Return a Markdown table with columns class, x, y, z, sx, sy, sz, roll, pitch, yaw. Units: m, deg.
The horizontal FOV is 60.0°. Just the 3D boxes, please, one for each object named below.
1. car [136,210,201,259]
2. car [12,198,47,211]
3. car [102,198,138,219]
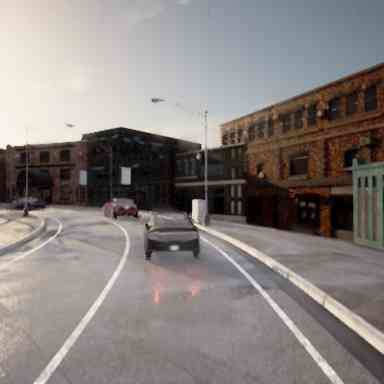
| class | x | y | z | sx | sy | sz | roll | pitch | yaw |
| --- | --- | --- | --- | --- | --- | --- | --- | --- | --- |
| car | -0.874 | 1.469 | 12.509 | 2.128 | 1.511 | 4.902 | 0 | 0 | -8 |
| car | -18.681 | 1.348 | 38.047 | 5.357 | 1.411 | 2.033 | 1 | 0 | 39 |
| car | -6.245 | 1.287 | 28.586 | 2.097 | 1.767 | 4.553 | 0 | 0 | -28 |
